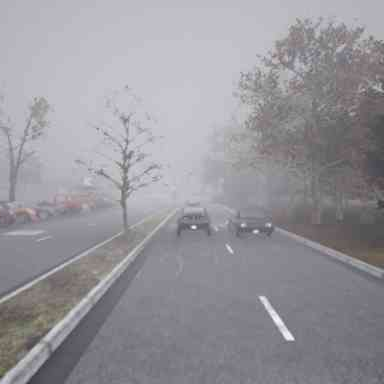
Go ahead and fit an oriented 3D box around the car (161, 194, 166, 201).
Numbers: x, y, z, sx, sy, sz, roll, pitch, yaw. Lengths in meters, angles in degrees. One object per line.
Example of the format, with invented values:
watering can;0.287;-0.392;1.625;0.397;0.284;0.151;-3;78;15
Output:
car;-10.844;1.786;92.254;5.366;1.575;1.946;-1;-1;-15

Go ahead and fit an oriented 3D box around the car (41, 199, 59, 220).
car;-13.815;1.579;27.402;4.892;1.521;2.231;-1;-1;-20

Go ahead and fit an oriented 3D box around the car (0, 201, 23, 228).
car;-13.781;1.415;21.407;4.553;1.767;2.185;-1;0;-20

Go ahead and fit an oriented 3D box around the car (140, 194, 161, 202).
car;-11.487;1.811;89.261;4.792;1.488;2.163;-1;0;-15

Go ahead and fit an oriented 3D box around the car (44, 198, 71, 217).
car;-13.832;1.628;30.386;4.792;1.488;2.163;-1;0;-20

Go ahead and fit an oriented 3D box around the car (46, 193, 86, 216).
car;-13.834;1.370;33.391;5.566;2.045;2.435;-1;0;-20

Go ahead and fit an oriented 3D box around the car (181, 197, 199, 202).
car;0.100;1.646;36.790;2.128;1.511;4.902;0;0;0

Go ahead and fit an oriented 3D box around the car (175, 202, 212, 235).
car;0.094;1.544;19.208;1.837;1.490;4.892;0;0;0

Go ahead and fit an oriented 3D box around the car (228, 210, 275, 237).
car;3.094;1.637;18.332;1.895;1.301;4.718;0;0;0

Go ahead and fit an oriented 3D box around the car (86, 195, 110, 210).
car;-13.808;1.438;42.405;5.566;2.045;2.435;-1;0;-20

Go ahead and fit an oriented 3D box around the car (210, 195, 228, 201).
car;7.621;1.629;94.837;4.553;1.767;2.185;1;0;-14

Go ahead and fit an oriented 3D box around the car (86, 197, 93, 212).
car;-13.975;1.642;36.339;5.366;1.575;1.946;-1;0;-20

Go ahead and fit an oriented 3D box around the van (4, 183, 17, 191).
van;-43.181;-1.092;80.180;1.878;1.987;4.442;6;-3;-19

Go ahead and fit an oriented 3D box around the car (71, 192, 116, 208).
car;-13.737;1.460;45.441;5.566;2.045;2.435;-1;-1;-20

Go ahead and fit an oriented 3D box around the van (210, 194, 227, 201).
van;7.239;1.512;91.867;4.442;1.987;1.878;1;0;-14

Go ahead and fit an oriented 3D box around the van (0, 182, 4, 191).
van;-46.197;-1.365;80.209;1.878;1.987;4.442;6;-3;-19

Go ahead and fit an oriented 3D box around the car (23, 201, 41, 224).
car;-13.842;1.433;24.392;4.553;1.767;2.185;-1;-1;-20

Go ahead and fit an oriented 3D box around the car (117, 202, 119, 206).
car;-13.649;1.632;51.454;4.553;1.767;2.185;-1;0;-19

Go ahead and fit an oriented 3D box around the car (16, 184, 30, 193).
car;-40.236;-0.593;80.239;2.231;1.521;4.892;6;-3;-19

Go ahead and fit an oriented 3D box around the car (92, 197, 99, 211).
car;-13.787;1.706;39.406;4.674;1.452;2.002;-1;0;-20

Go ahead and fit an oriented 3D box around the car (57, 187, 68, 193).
car;-31.197;-0.027;80.190;2.435;2.045;5.566;6;-3;-19
